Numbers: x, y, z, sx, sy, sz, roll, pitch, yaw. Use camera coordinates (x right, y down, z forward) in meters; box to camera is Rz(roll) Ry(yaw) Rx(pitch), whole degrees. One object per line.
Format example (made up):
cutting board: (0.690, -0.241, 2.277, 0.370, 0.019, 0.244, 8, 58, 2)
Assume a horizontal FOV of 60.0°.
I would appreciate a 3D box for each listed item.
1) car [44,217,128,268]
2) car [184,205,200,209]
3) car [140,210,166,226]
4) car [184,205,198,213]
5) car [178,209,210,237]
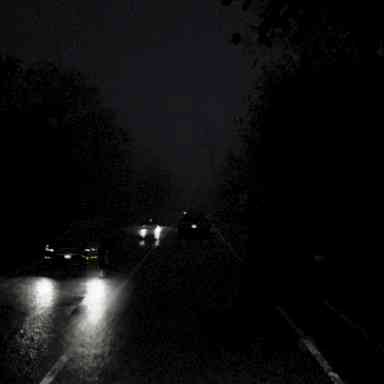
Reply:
car: (-3.579, 1.705, 12.027, 1.837, 1.490, 4.892, 0, -2, 0)
car: (0.297, 2.551, 41.018, 2.033, 1.411, 5.357, -1, 0, 2)
car: (-3.487, 2.284, 30.215, 1.994, 1.385, 4.181, 0, -2, 1)
car: (-0.243, 3.257, 66.003, 1.812, 1.442, 4.674, 1, -1, 12)
car: (0.120, 2.031, 21.400, 1.994, 1.385, 4.181, 0, -2, 0)
